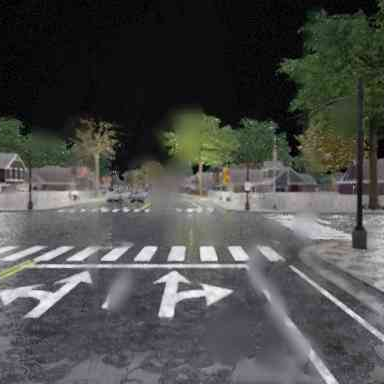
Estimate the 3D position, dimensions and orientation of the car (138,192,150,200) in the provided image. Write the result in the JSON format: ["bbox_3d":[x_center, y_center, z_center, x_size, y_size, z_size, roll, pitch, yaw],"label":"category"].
[{"bbox_3d":[-9.422,0.714,65.192,2.128,1.511,4.902,0,1,-6],"label":"car"}]

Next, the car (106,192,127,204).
[{"bbox_3d":[-11.203,0.910,48.608,1.882,1.535,5.008,0,1,-4],"label":"car"}]

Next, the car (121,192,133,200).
[{"bbox_3d":[-12.615,0.755,64.454,1.812,1.442,4.674,0,1,-6],"label":"car"}]

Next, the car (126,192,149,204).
[{"bbox_3d":[-7.961,0.975,48.962,2.033,1.411,5.357,0,1,-4],"label":"car"}]
